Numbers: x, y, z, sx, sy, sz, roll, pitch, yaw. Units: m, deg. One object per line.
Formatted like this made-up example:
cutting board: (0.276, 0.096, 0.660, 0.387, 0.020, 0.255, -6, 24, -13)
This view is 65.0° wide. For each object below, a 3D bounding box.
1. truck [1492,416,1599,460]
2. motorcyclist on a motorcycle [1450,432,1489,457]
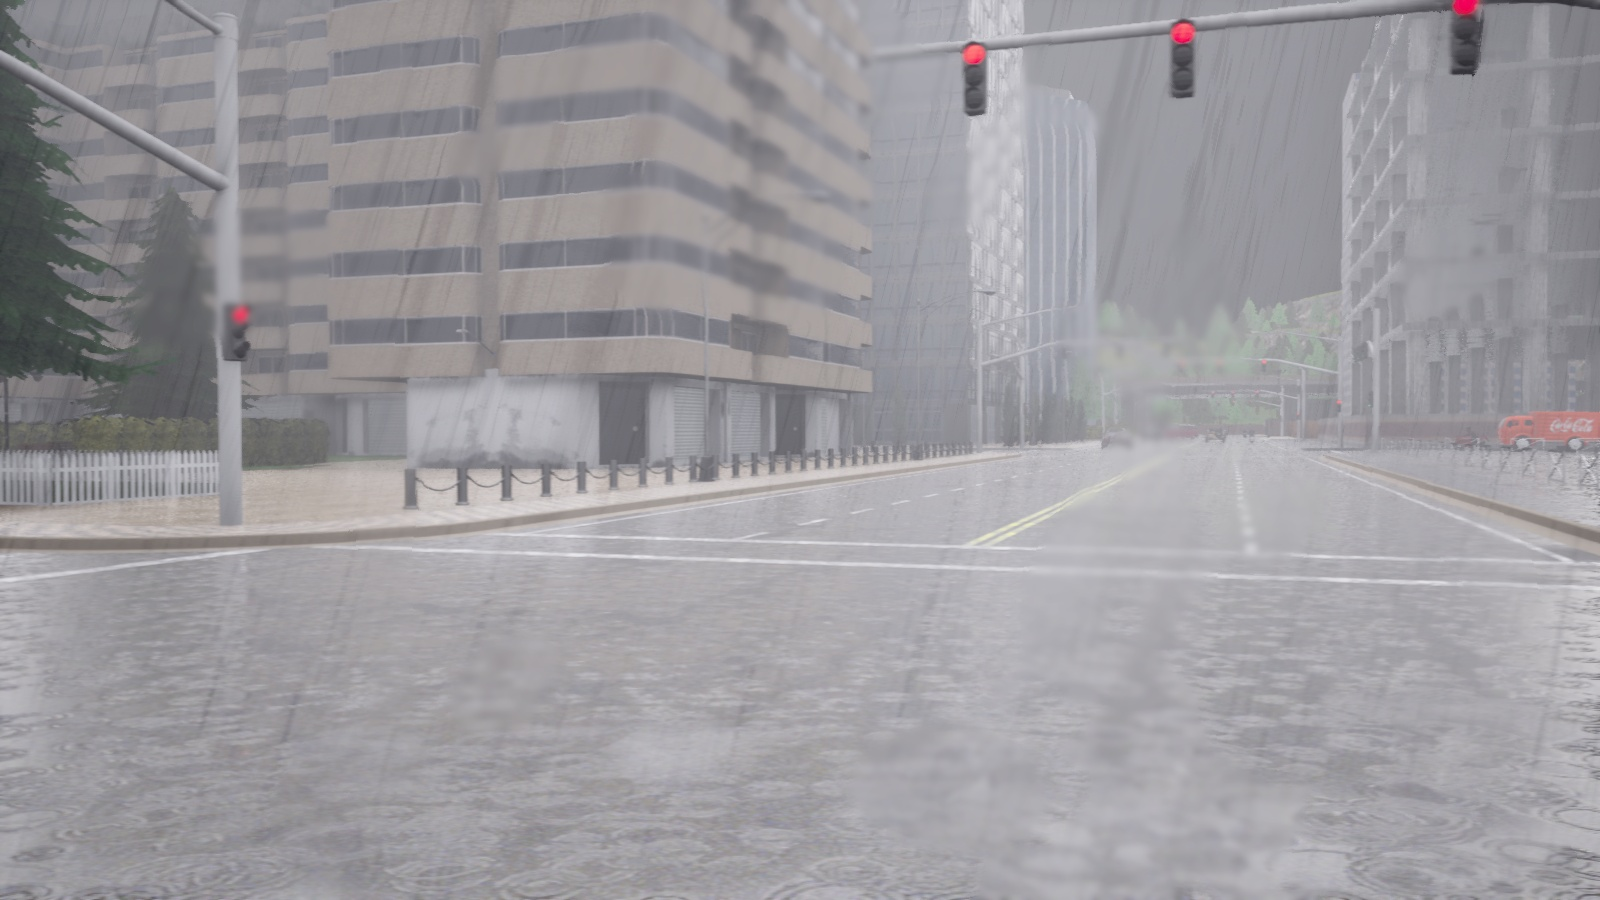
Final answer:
truck: (44.588, -0.743, 75.088, 5.204, 2.467, 2.627, 1, 1, 19)
motorcyclist on a motorcycle: (42.401, -0.361, 79.534, 2.044, 1.523, 0.797, 1, 1, 19)
